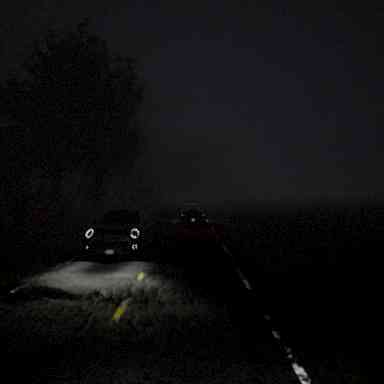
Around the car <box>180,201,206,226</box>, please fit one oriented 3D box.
[{"bbox_3d":[0.068,1.668,24.309,1.812,1.442,4.674,0,0,0],"label":"car"}]

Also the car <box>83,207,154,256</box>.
[{"bbox_3d":[-2.767,1.437,13.415,2.097,1.767,4.553,0,0,0],"label":"car"}]
